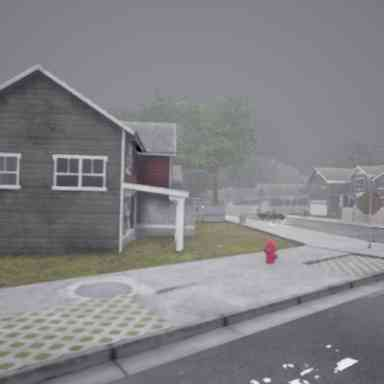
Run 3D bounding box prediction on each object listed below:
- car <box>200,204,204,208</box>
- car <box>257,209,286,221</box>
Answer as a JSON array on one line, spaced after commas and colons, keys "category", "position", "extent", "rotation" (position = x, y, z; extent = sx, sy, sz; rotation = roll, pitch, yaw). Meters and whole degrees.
[{"category": "car", "position": [2.543, 3.654, 78.178], "extent": [1.882, 1.535, 5.008], "rotation": [2, -2, -12]}, {"category": "car", "position": [8.941, 2.566, 37.756], "extent": [1.895, 1.301, 4.718], "rotation": [1, -2, -6]}]
